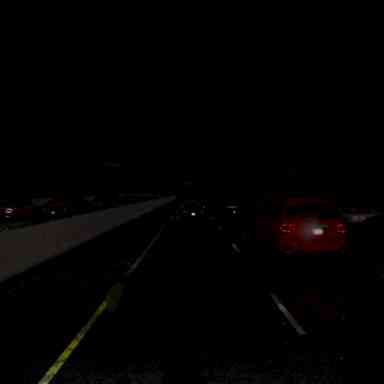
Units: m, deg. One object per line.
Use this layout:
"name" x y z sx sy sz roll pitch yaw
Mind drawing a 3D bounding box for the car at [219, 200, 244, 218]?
"car" 3.605 1.501 30.654 2.128 1.511 4.902 0 0 0

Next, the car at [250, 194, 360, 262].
"car" 3.602 1.225 12.206 2.150 2.045 5.566 0 0 0

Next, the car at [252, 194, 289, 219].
"car" 7.105 1.230 30.812 2.150 2.045 5.566 0 0 0

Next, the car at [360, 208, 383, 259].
"car" 7.101 1.529 11.865 1.812 1.442 4.674 0 0 0

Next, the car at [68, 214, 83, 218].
"car" -10.595 1.234 28.144 2.150 2.045 5.566 0 0 0

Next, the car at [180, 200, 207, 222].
"car" 0.101 1.572 26.072 1.994 1.385 4.181 0 0 0
